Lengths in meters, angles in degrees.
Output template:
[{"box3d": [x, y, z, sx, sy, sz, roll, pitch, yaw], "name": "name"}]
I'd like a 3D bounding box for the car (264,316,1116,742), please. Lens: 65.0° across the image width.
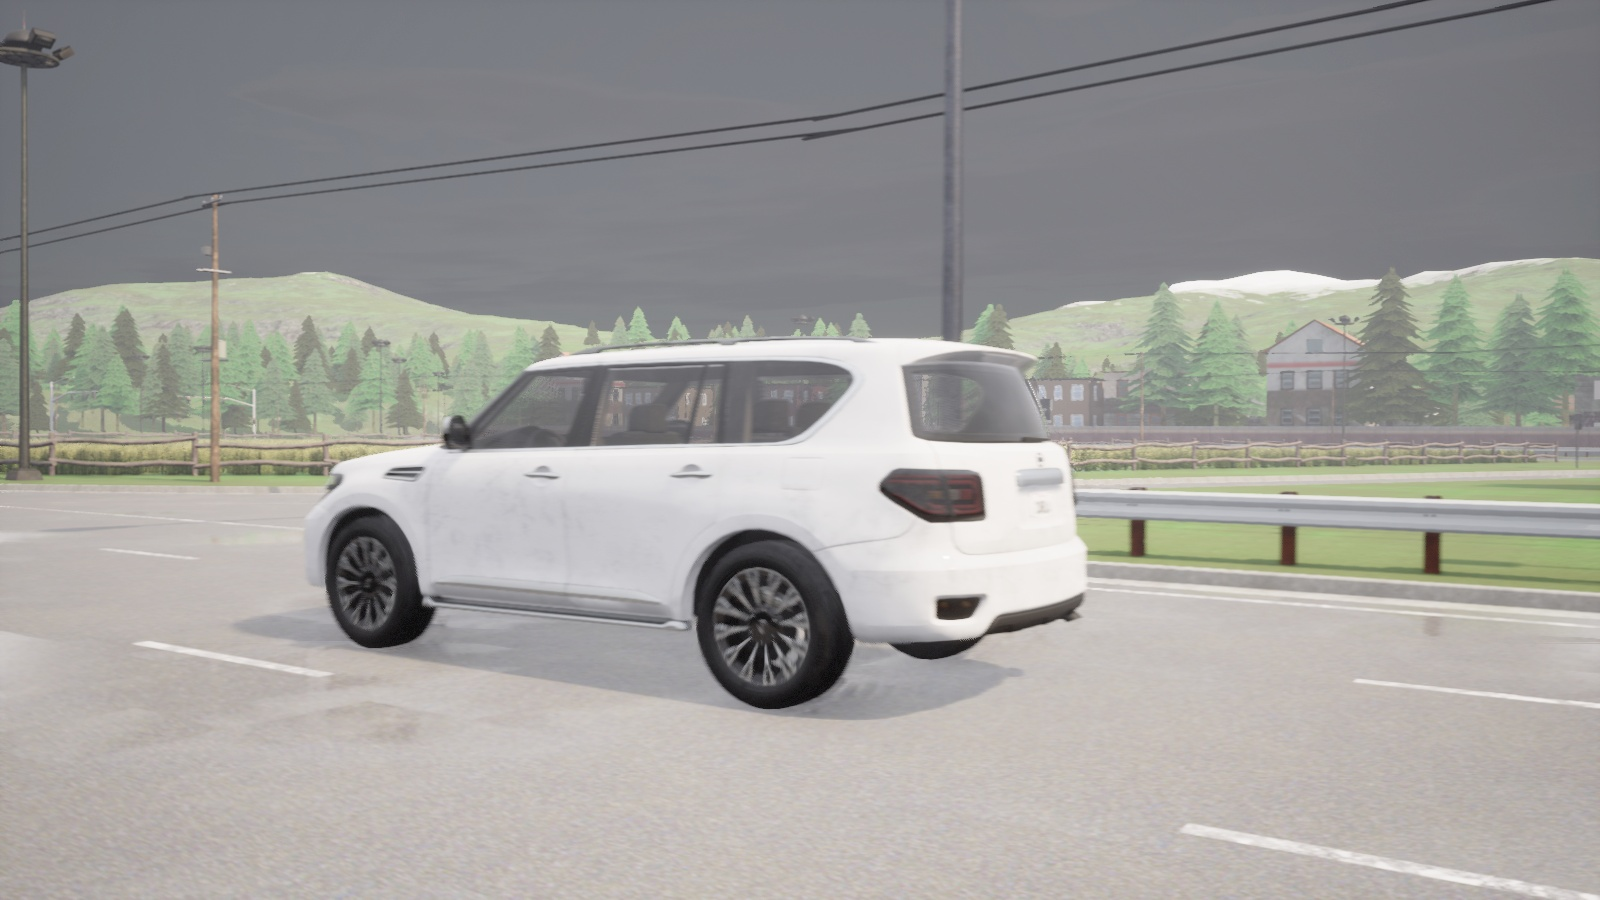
[{"box3d": [-0.954, 0.365, 8.455, 5.566, 2.045, 2.150, 0, 1, 34], "name": "car"}]
